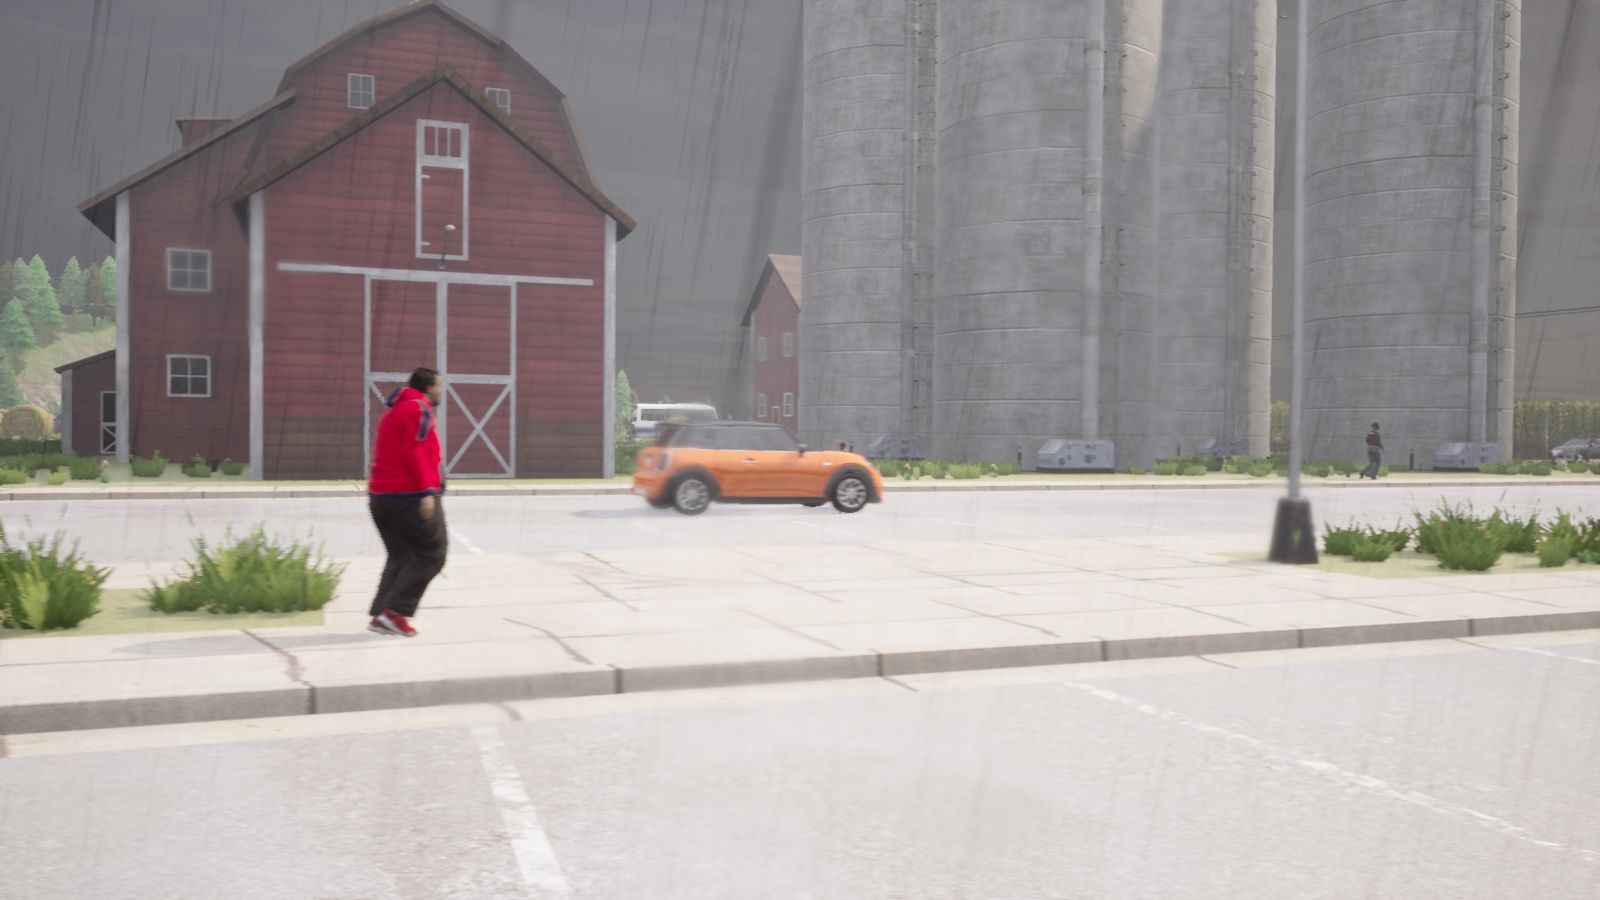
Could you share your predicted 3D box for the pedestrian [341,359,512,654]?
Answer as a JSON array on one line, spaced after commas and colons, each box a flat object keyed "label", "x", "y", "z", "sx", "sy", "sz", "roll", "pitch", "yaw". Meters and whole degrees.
[{"label": "pedestrian", "x": -2.483, "y": 0.343, "z": 8.362, "sx": 0.899, "sy": 1.844, "sz": 0.634, "roll": -1, "pitch": 1, "yaw": -37}]

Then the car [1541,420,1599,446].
[{"label": "car", "x": 48.114, "y": -1.067, "z": 76.869, "sx": 4.902, "sy": 1.511, "sz": 2.128, "roll": -1, "pitch": 1, "yaw": -20}]

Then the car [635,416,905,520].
[{"label": "car", "x": -0.566, "y": 0.276, "z": 23.344, "sx": 4.553, "sy": 1.767, "sz": 2.097, "roll": -1, "pitch": 1, "yaw": -21}]

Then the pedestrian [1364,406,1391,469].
[{"label": "pedestrian", "x": 17.840, "y": -0.393, "z": 38.813, "sx": 0.666, "sy": 1.930, "sz": 0.402, "roll": -1, "pitch": 1, "yaw": -18}]
